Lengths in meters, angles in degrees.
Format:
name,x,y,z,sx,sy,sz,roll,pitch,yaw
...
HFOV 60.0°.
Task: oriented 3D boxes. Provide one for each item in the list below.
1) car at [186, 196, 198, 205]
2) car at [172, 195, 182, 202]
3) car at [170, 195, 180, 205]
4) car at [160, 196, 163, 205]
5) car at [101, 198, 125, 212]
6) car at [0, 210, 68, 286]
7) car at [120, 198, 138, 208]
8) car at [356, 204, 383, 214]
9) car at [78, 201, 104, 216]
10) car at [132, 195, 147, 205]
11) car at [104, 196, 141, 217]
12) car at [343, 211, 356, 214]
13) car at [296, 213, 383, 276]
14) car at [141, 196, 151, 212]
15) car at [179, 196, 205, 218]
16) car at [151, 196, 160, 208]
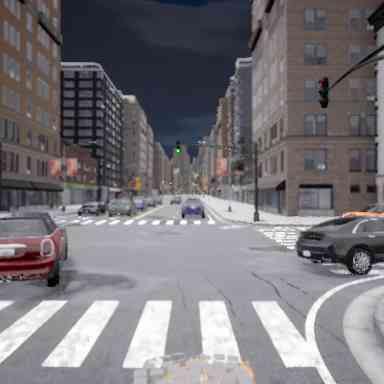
name,x,y,z,sx,sy,sz,roll,pitch,yaw
car,0.008,1.609,64.333,2.128,1.511,4.902,0,0,0
car,-3.241,1.483,73.667,2.128,1.511,4.902,0,0,0
car,-3.242,1.718,63.694,1.895,1.301,4.718,0,0,0
car,-6.493,1.465,60.751,2.097,1.767,4.553,0,0,0
car,-9.815,1.588,41.919,1.837,1.490,4.892,0,0,0
car,-4.608,1.313,9.086,2.097,1.767,4.553,0,0,-18
car,-9.744,1.701,51.966,1.895,1.301,4.718,0,0,0
car,11.494,1.457,17.369,4.553,1.767,2.097,0,-1,0
car,-9.841,1.632,33.098,1.994,1.385,4.181,0,0,0
car,-9.742,1.467,62.281,2.097,1.767,4.553,0,0,0
car,-6.591,1.418,32.050,2.097,1.767,4.553,0,0,0
car,11.461,1.506,20.617,4.553,1.767,2.097,0,-1,0
car,5.565,1.495,10.161,4.892,1.490,1.837,0,-5,-17
car,-6.579,1.607,40.626,1.812,1.442,4.674,0,0,0
car,0.103,1.416,31.566,2.097,1.767,4.553,0,0,0
car,-6.494,1.662,50.633,1.994,1.385,4.181,0,0,0
